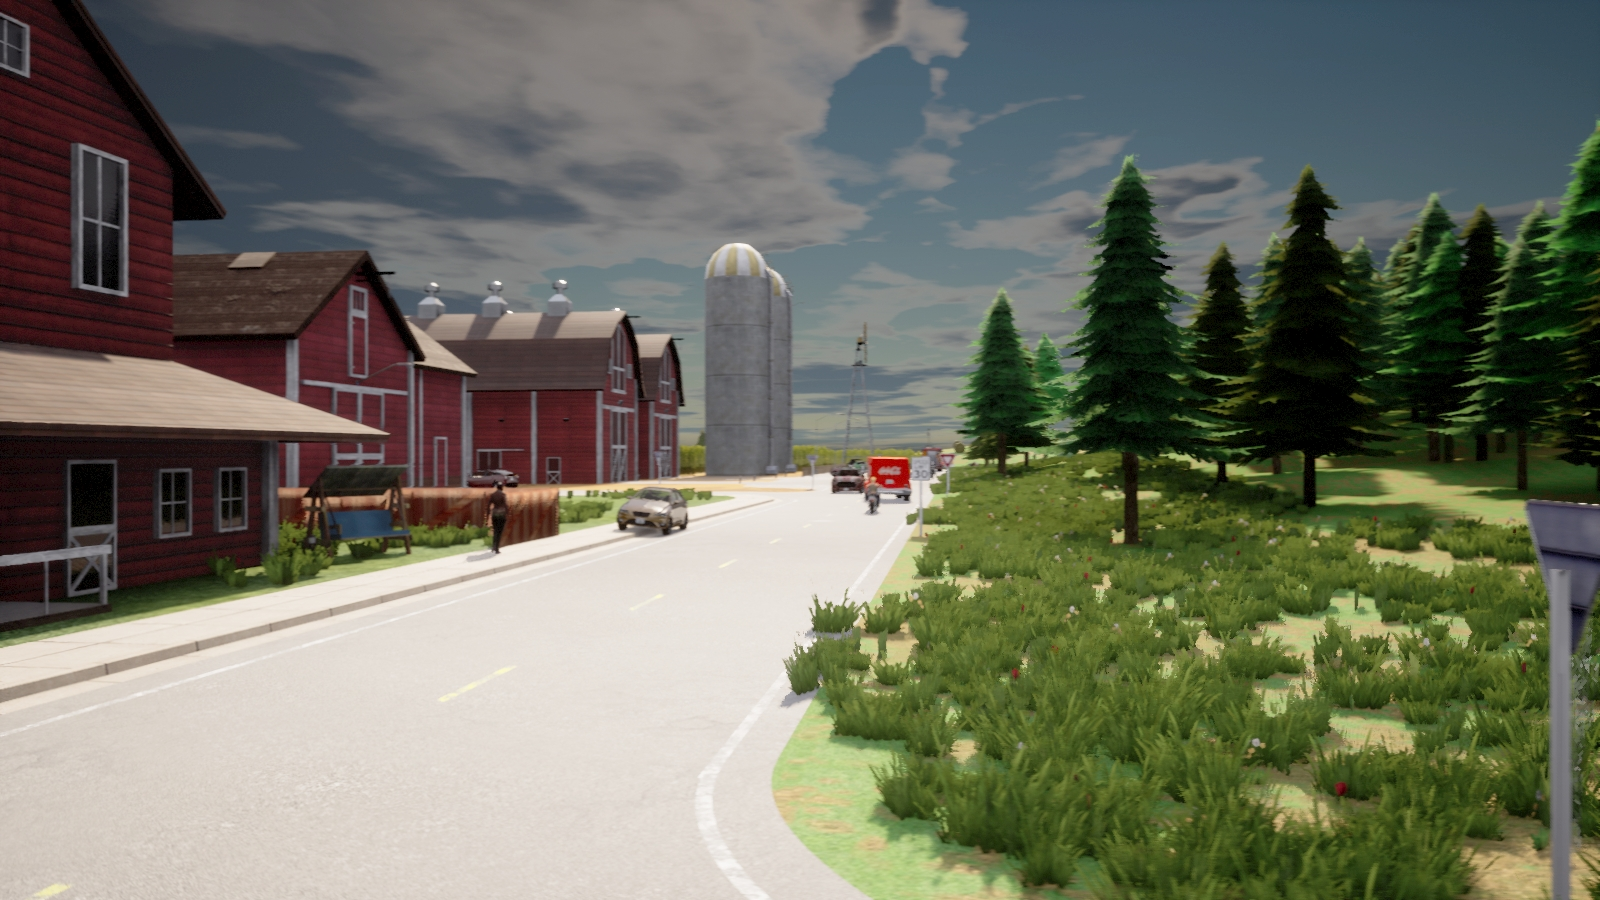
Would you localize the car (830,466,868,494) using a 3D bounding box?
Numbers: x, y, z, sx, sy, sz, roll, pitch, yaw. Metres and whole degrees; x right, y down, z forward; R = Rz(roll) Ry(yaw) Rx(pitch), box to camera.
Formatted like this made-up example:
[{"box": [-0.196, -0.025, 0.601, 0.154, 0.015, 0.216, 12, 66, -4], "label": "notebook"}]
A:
[{"box": [3.314, 2.000, 76.821, 2.097, 1.767, 4.553, 0, 0, 8], "label": "car"}]

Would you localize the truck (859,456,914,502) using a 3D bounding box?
[{"box": [4.900, 1.617, 65.664, 2.627, 2.467, 5.204, 1, 0, -1], "label": "truck"}]

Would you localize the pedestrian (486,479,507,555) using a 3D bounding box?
[{"box": [-7.591, 1.669, 28.560, 0.375, 1.860, 0.375, 0, 0, 11], "label": "pedestrian"}]
